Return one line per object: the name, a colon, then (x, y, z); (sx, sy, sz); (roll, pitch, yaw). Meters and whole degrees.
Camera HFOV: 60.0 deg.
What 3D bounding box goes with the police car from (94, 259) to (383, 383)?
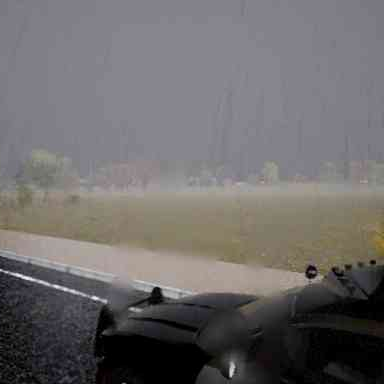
police car: (1.244, 1.427, 2.671); (5.238, 1.638, 1.930); (0, 0, 36)
